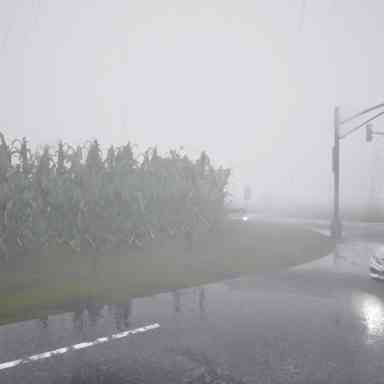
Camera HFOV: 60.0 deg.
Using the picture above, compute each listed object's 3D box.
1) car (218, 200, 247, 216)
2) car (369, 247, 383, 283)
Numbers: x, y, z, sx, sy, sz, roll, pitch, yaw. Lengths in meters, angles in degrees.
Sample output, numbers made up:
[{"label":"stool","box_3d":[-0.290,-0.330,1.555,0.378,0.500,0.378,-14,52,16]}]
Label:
[{"label":"car","box_3d":[3.081,1.499,31.919,2.033,1.411,5.357,1,0,-26]},{"label":"car","box_3d":[6.414,1.526,8.467,4.674,1.442,1.812,0,0,-35]}]
